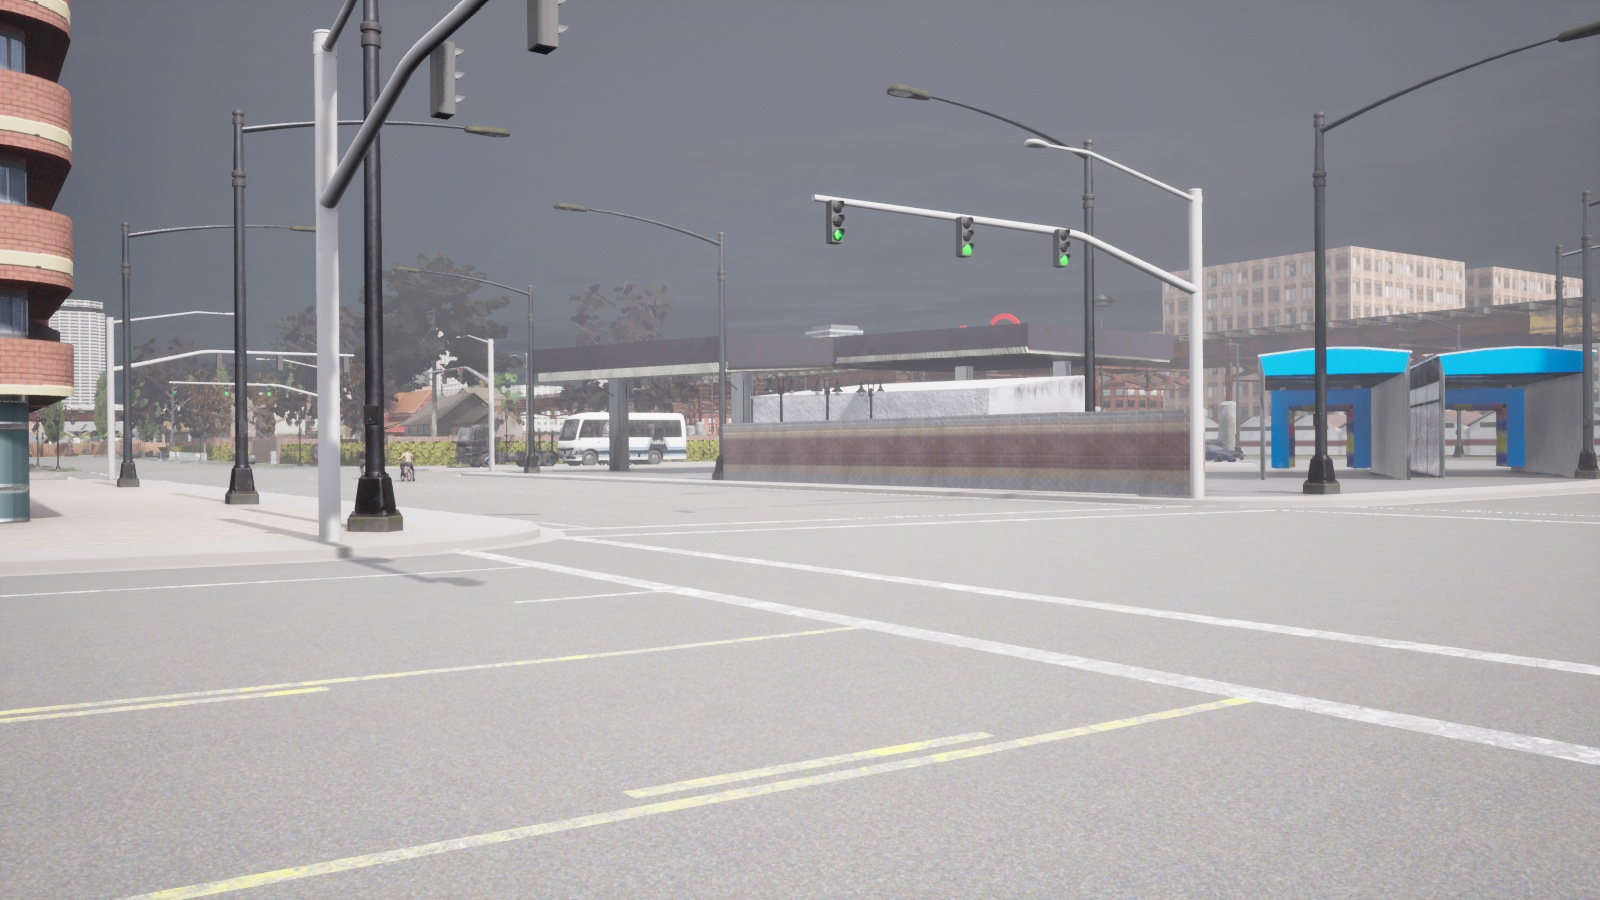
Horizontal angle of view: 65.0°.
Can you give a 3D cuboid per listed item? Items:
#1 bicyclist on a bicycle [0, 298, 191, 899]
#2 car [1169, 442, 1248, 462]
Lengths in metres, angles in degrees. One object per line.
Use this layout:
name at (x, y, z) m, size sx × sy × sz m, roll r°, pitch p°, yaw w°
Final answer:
bicyclist on a bicycle at (-2.100, 0.623, 2.117) m, size 1.843 × 1.776 × 0.659 m, roll 0°, pitch 0°, yaw -36°
car at (30.170, 0.149, 92.883) m, size 2.033 × 1.411 × 5.357 m, roll -1°, pitch 0°, yaw -35°
